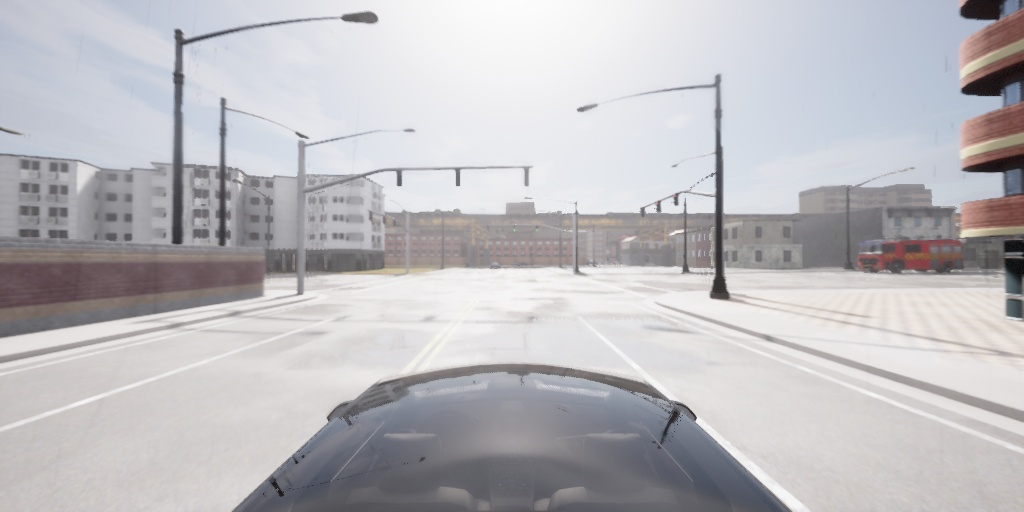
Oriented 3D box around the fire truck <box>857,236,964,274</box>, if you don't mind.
[{"bbox_3d":[42.477,-0.117,38.443,8.468,3.827,2.891,-1,-1,1],"label":"fire truck"}]
